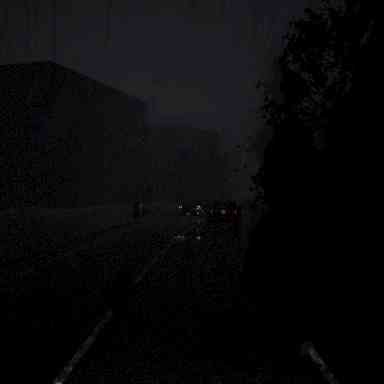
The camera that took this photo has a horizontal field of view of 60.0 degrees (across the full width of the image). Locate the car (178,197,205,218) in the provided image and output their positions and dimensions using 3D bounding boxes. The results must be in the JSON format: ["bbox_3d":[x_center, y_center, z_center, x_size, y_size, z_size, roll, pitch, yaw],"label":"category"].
[{"bbox_3d":[0.230,1.291,29.948,2.097,1.767,4.553,1,0,14],"label":"car"}]

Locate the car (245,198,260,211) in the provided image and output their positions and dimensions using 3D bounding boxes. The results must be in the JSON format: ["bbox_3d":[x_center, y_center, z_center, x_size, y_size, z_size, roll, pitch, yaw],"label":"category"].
[{"bbox_3d":[7.292,1.555,41.589,1.882,1.535,5.008,2,0,19],"label":"car"}]

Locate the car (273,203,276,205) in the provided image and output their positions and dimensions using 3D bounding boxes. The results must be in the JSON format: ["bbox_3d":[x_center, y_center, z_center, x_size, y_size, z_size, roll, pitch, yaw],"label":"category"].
[{"bbox_3d":[16.711,1.791,68.217,1.837,1.490,4.892,3,1,32],"label":"car"}]

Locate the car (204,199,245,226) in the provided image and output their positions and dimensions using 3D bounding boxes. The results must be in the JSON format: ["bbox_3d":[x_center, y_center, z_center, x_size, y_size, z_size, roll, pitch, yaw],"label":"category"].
[{"bbox_3d":[2.437,1.358,23.847,2.097,1.767,4.553,1,0,10],"label":"car"}]
